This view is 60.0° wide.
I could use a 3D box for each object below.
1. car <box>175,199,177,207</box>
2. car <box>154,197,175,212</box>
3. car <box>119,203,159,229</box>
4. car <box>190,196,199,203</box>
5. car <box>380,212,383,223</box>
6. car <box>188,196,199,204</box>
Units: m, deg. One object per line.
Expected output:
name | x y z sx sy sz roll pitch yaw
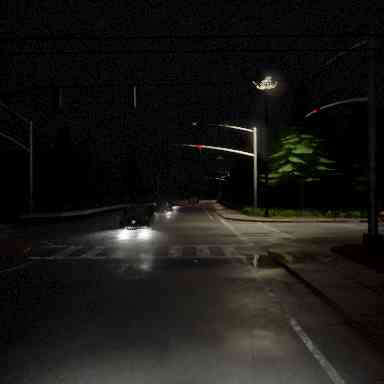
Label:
car | -3.538 1.661 55.377 1.837 1.490 4.892 0 0 1
car | -3.609 1.475 41.232 2.097 1.767 4.553 0 0 0
car | -3.613 1.657 22.489 1.994 1.385 4.181 0 0 0
car | 0.631 1.628 75.652 1.837 1.490 4.892 0 0 2
car | 15.142 1.484 22.020 5.008 1.535 1.882 0 0 1
car | 0.312 1.688 65.344 1.812 1.442 4.674 0 0 2
